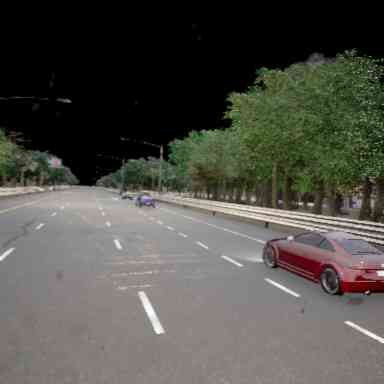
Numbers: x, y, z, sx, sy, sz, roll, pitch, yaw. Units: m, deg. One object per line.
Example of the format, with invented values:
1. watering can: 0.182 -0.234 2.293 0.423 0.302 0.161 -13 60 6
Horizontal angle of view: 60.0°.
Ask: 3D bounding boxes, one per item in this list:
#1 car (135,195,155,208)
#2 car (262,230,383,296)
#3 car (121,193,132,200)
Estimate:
1. car: -5.641 1.127 39.927 1.812 1.442 4.674 3 0 -17
2. car: 3.737 1.775 9.436 1.994 1.385 4.181 3 0 -17
3. car: -12.098 0.770 61.678 1.895 1.301 4.718 3 0 -13
